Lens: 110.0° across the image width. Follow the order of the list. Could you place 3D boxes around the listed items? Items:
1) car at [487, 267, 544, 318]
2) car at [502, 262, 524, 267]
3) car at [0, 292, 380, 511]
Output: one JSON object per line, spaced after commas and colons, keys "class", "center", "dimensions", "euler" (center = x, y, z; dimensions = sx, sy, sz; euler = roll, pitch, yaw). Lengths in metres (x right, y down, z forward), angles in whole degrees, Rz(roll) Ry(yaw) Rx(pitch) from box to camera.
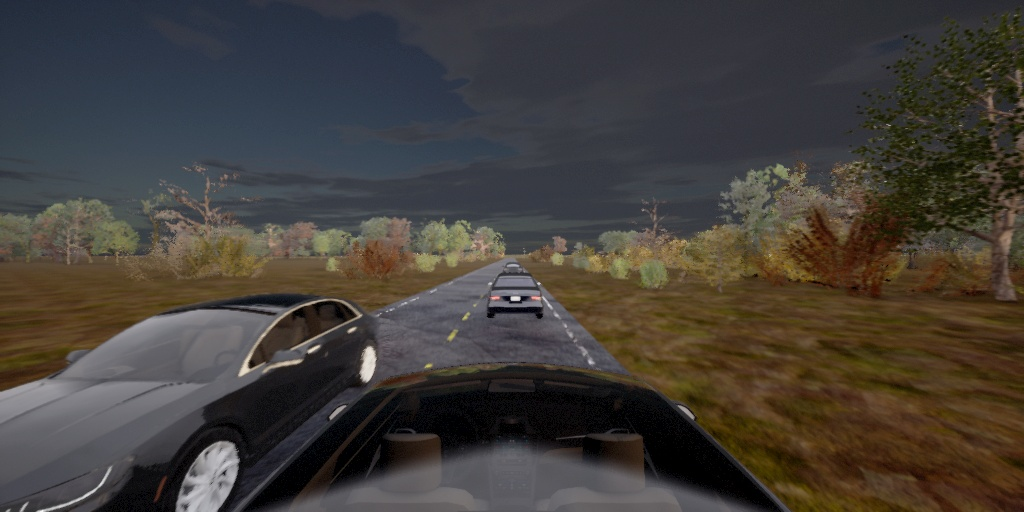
{"class": "car", "center": [0.103, 1.297, 13.019], "dimensions": [2.033, 1.411, 5.357], "euler": [0, 0, 0]}
{"class": "car", "center": [0.103, 1.274, 32.495], "dimensions": [1.812, 1.442, 4.674], "euler": [0, 0, 0]}
{"class": "car", "center": [-3.095, 1.253, 4.088], "dimensions": [1.837, 1.490, 4.892], "euler": [0, 0, 0]}
